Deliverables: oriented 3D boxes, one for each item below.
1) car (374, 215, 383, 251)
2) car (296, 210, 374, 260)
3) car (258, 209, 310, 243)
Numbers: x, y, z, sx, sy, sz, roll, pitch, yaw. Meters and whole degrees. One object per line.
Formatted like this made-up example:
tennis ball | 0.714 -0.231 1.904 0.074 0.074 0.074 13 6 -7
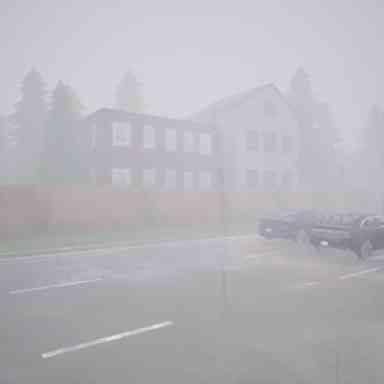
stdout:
car | 7.654 1.288 9.300 5.566 2.045 2.150 0 0 -35
car | 6.524 1.563 12.778 4.902 1.511 2.128 0 0 -35
car | 5.458 1.555 16.305 5.008 1.535 1.882 0 0 -35
